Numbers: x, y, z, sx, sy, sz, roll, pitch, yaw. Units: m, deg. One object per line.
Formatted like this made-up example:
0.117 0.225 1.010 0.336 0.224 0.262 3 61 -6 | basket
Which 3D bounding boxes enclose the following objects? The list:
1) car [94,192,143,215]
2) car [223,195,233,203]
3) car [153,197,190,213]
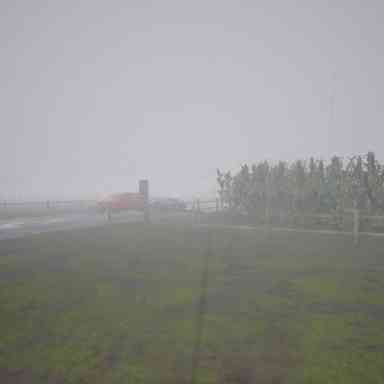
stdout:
-6.955 1.037 32.557 2.150 2.045 5.566 0 1 31 | car
7.054 1.155 55.378 2.033 1.411 5.357 0 1 32 | car
-2.014 1.301 33.640 1.837 1.490 4.892 0 1 31 | car
